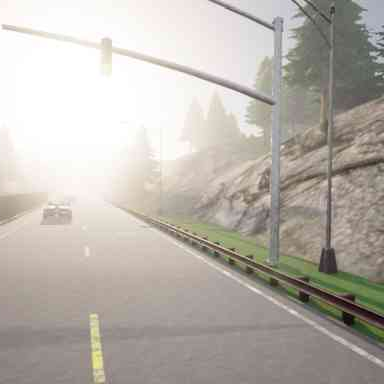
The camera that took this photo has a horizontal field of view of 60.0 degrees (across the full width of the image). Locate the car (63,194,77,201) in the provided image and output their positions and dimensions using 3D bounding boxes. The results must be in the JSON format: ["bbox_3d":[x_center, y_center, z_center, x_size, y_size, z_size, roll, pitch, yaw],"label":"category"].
[{"bbox_3d":[-17.446,0.912,47.375,1.895,1.301,4.718,1,0,-18],"label":"car"}]

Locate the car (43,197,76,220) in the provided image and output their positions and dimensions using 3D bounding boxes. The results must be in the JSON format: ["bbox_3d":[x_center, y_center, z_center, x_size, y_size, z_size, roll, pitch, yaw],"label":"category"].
[{"bbox_3d":[-9.778,1.260,24.426,1.895,1.301,4.718,1,0,-18],"label":"car"}]
